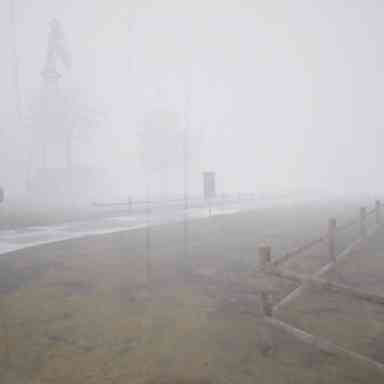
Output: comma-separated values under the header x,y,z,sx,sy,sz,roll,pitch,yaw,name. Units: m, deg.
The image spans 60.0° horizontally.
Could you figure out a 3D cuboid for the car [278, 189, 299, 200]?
x,y,z,sx,sy,sz,roll,pitch,yaw,name
14.452,0.286,49.525,1.882,1.535,5.008,-1,1,35,car
